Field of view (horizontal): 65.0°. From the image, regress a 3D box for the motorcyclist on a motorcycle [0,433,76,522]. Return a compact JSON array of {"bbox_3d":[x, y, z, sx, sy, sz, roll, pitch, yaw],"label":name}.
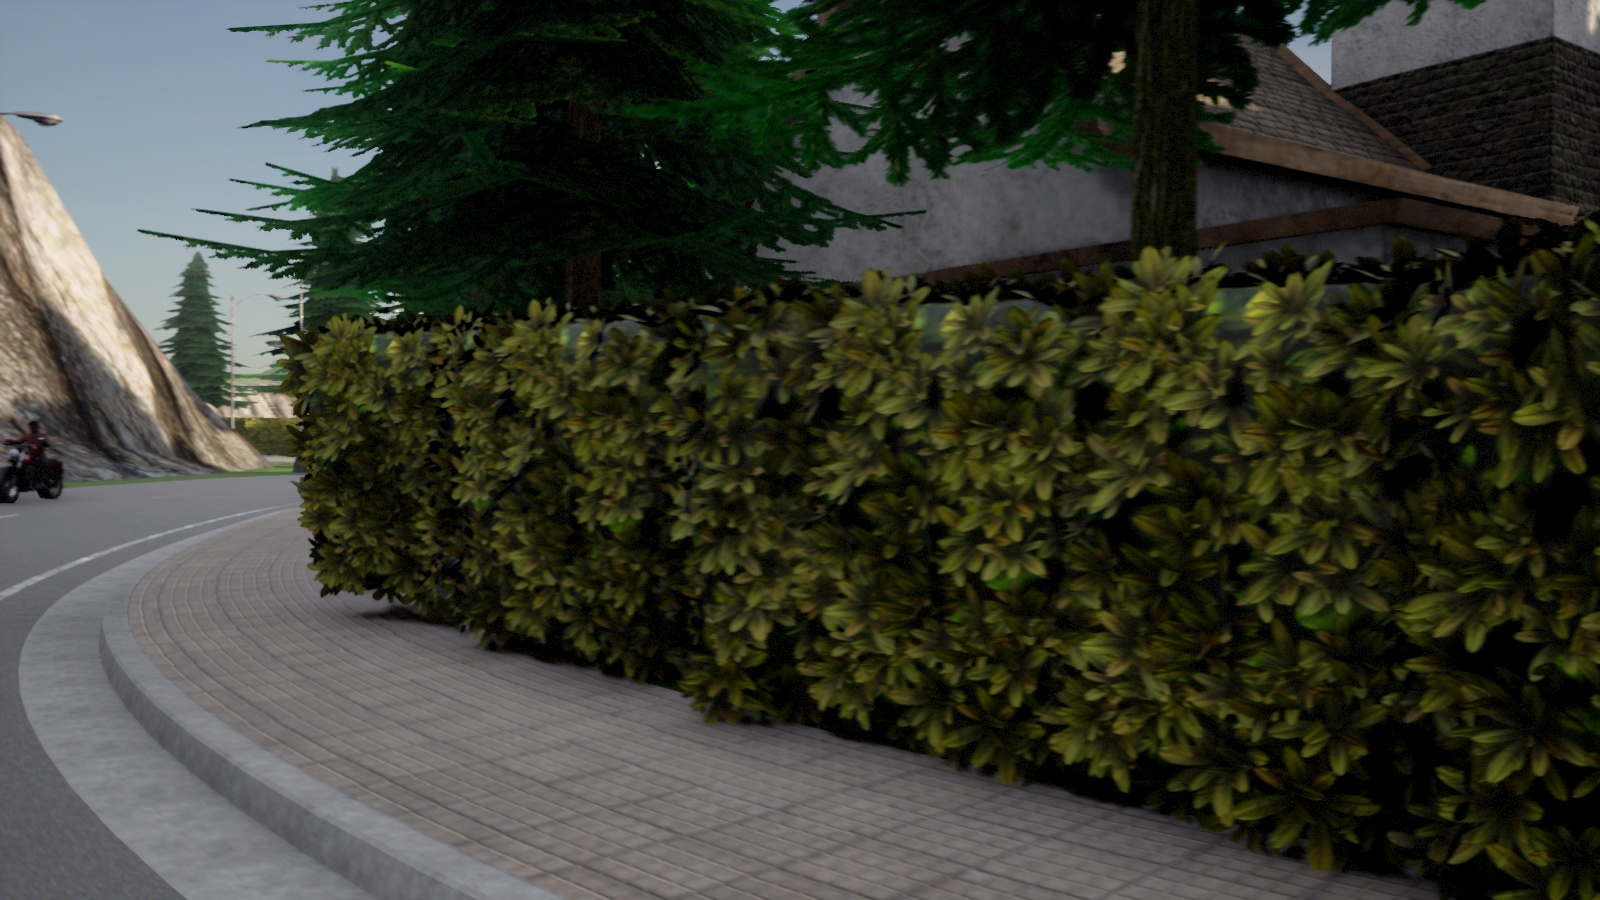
[{"bbox_3d":[-15.222,0.503,24.684,0.766,1.649,2.350,0,1,-4],"label":"motorcyclist on a motorcycle"}]
